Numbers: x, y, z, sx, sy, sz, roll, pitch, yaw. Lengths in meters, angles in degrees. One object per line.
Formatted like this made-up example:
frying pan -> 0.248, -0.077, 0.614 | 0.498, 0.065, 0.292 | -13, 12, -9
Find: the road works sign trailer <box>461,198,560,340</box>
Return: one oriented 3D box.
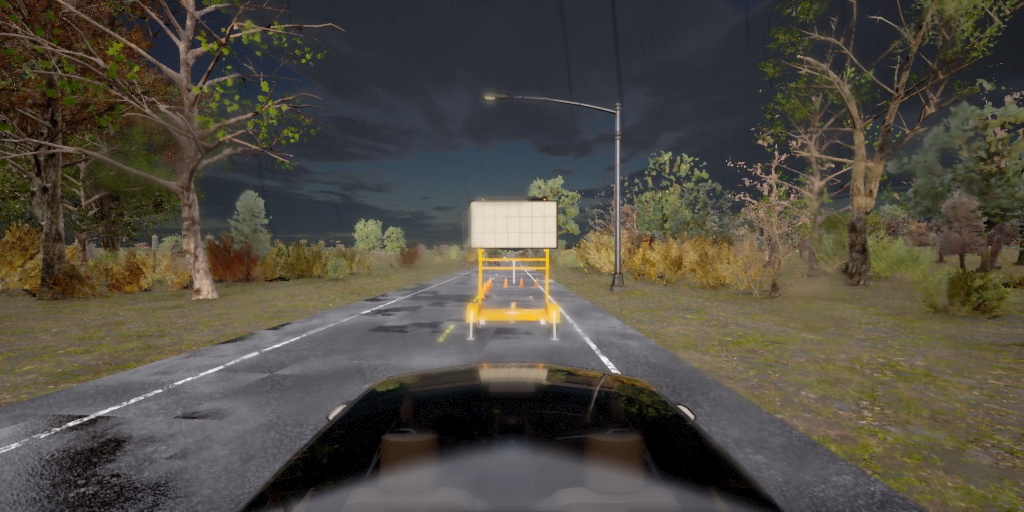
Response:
road works sign trailer -> 0.055, 0.211, 9.930 | 2.380, 3.560, 2.880 | 0, 0, 2
